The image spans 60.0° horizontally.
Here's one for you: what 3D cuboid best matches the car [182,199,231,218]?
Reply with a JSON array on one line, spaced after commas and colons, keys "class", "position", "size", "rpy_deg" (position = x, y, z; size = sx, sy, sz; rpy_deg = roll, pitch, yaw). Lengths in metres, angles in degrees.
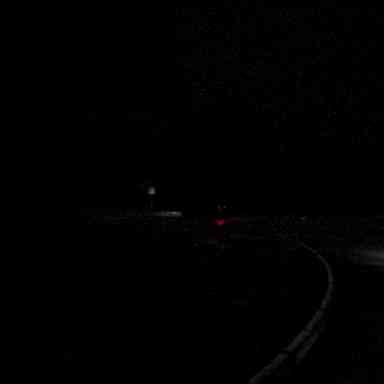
[{"class": "car", "position": [1.225, 1.407, 30.914], "size": [4.553, 1.767, 2.097], "rpy_deg": [0, 0, 37]}]
